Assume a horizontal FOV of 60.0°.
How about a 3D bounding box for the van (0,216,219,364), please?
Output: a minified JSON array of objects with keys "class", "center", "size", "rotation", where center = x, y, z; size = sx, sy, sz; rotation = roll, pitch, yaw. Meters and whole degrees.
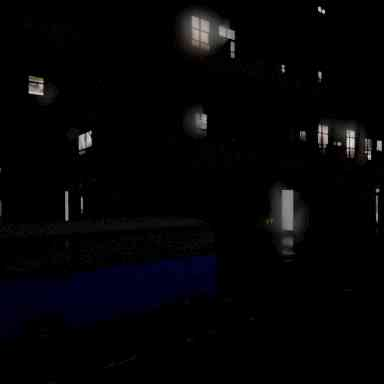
[{"class":"van","center":[-1.416,1.341,5.555],"size":[3.998,1.788,1.690],"rotation":[0,0,-35]}]
